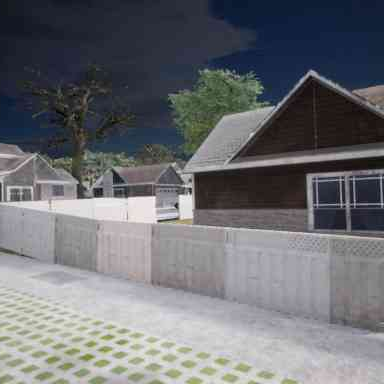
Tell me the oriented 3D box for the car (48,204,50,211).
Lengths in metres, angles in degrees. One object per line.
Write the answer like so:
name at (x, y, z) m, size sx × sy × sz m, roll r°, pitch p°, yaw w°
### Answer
car at (-11.188, 1.402, 22.315) m, size 1.882 × 1.535 × 5.008 m, roll -3°, pitch -1°, yaw 36°

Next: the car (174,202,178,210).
car at (0.011, 1.294, 37.634) m, size 1.895 × 1.301 × 4.718 m, roll -3°, pitch -1°, yaw 36°
